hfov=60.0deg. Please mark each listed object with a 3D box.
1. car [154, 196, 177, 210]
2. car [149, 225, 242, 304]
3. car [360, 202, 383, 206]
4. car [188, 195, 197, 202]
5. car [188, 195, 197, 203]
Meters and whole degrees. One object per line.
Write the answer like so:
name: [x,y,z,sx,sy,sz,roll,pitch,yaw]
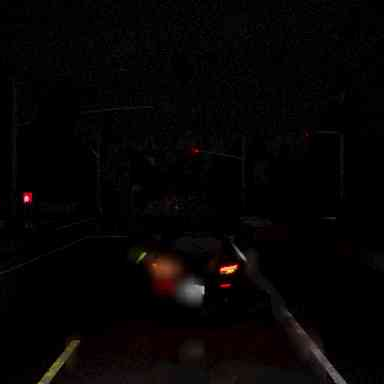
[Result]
car: [-3.551,1.352,42.326,2.097,1.767,4.553,0,0,2]
car: [0.080,1.526,8.028,1.812,1.442,4.674,0,0,0]
car: [15.566,1.528,28.590,5.357,1.411,2.033,0,0,-6]
car: [0.078,1.525,80.822,2.128,1.511,4.902,0,0,0]
car: [0.090,1.596,70.712,1.895,1.301,4.718,0,0,0]
